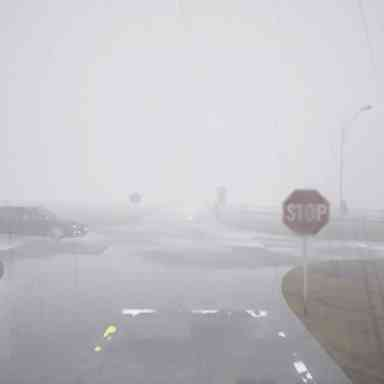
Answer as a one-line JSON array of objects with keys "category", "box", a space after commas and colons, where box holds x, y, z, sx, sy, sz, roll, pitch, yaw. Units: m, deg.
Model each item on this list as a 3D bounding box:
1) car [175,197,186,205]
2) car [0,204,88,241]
[{"category": "car", "box": [-2.244, 1.744, 67.109, 2.097, 1.767, 4.553, 0, 0, 0]}, {"category": "car", "box": [-7.254, 1.359, 15.185, 4.892, 1.490, 1.837, 3, -2, 0]}]
